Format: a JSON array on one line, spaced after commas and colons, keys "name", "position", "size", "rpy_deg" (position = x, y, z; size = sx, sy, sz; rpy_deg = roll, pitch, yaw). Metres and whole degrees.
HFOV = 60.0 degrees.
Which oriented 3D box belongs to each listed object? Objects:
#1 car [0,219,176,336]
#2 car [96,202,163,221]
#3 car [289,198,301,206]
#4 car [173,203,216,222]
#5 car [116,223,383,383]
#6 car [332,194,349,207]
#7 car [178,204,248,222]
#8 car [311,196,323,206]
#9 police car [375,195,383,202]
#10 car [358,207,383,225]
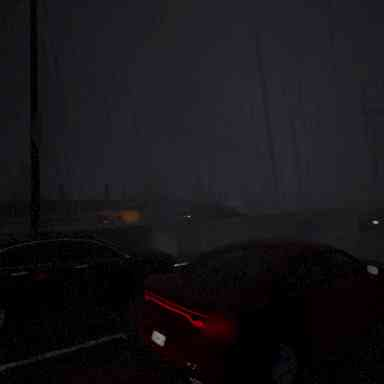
[{"name": "car", "position": [-2.486, 1.515, 6.500], "size": [4.892, 1.490, 1.837], "rpy_deg": [0, 0, -37]}, {"name": "car", "position": [-4.320, 1.520, 23.446], "size": [5.008, 1.535, 1.882], "rpy_deg": [0, 0, -44]}, {"name": "car", "position": [17.895, 1.703, 57.481], "size": [1.812, 1.442, 4.674], "rpy_deg": [0, 0, 20]}, {"name": "car", "position": [0.770, 1.538, 23.552], "size": [1.837, 1.490, 4.892], "rpy_deg": [0, 0, 44]}, {"name": "car", "position": [1.576, 1.475, 5.244], "size": [5.008, 1.535, 1.882], "rpy_deg": [0, 0, -38]}, {"name": "car", "position": [24.278, 1.341, 54.445], "size": [2.150, 2.045, 5.566], "rpy_deg": [0, 0, 21]}, {"name": "car", "position": [1.556, 1.584, 19.424], "size": [4.181, 1.385, 1.994], "rpy_deg": [0, 0, -45]}, {"name": "car", "position": [22.362, 1.771, 59.702], "size": [1.895, 1.301, 4.718], "rpy_deg": [0, 0, 18]}, {"name": "police car", "position": [44.708, 1.549, 78.109], "size": [1.930, 1.638, 5.238], "rpy_deg": [0, 0, 4]}, {"name": "car", "position": [10.933, 1.559, 18.780], "size": [1.994, 1.385, 4.181], "rpy_deg": [0, 0, 43]}]
